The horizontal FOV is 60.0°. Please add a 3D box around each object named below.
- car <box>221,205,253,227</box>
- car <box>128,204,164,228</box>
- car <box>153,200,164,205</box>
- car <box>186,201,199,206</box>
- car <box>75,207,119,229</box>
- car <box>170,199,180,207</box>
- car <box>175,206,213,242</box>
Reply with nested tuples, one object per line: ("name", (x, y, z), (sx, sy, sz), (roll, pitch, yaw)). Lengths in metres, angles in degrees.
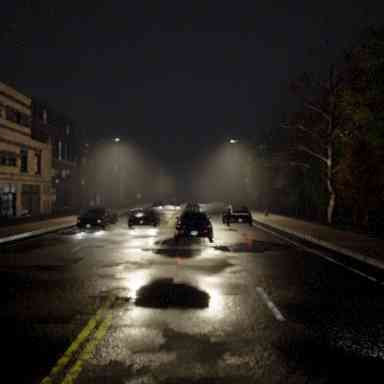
("car", (3.347, 1.759, 25.261), (2.128, 1.511, 4.902), (0, 0, 0))
("car", (-3.348, 1.818, 24.043), (1.994, 1.385, 4.181), (0, -1, 0))
("car", (-6.520, 2.246, 64.810), (1.994, 1.385, 4.181), (0, -1, 0))
("car", (0.095, 1.979, 46.617), (2.128, 1.511, 4.902), (0, -1, 0))
("car", (-6.602, 1.799, 23.828), (2.033, 1.411, 5.357), (0, -1, 0))
("car", (-3.272, 2.187, 65.209), (2.128, 1.511, 4.902), (0, 0, 0))
("car", (0.098, 1.710, 17.388), (1.812, 1.442, 4.674), (0, 0, 0))
